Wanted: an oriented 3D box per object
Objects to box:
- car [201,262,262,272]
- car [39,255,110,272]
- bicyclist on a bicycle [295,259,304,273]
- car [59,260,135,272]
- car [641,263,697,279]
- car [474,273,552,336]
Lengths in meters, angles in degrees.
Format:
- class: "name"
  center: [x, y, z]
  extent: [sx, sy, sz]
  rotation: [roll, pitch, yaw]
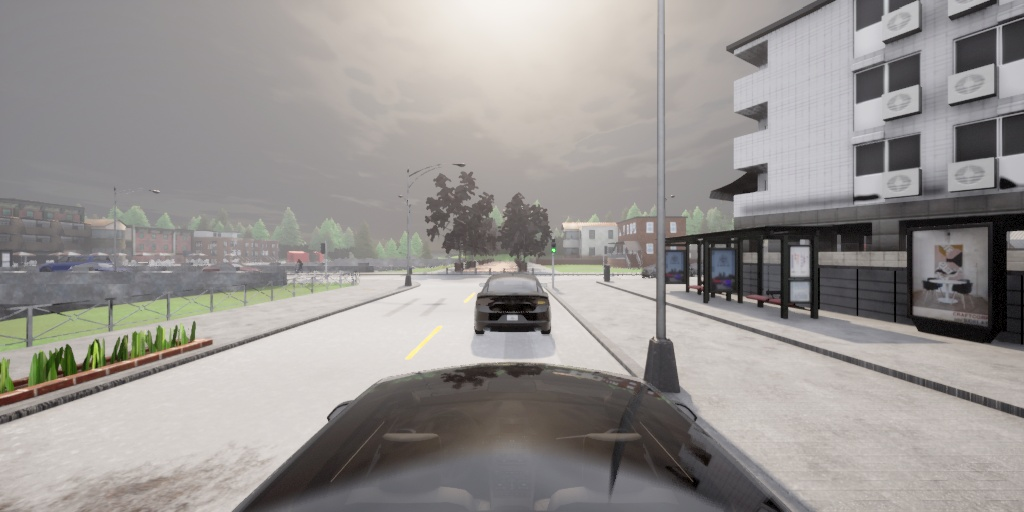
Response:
- class: "car"
  center: [-24.299, 1.276, 31.167]
  extent: [4.674, 1.442, 1.812]
  rotation: [0, 0, 0]
- class: "car"
  center: [-42.662, 0.971, 35.237]
  extent: [5.566, 2.045, 2.150]
  rotation: [0, 0, 0]
- class: "bicyclist on a bicycle"
  center: [-23.434, 1.099, 39.547]
  extent: [0.582, 1.620, 1.656]
  rotation: [0, 0, 0]
- class: "car"
  center: [-35.640, 1.276, 31.155]
  extent: [4.674, 1.442, 1.812]
  rotation: [0, 0, 0]
- class: "car"
  center: [13.486, 1.314, 31.174]
  extent: [4.181, 1.385, 1.994]
  rotation: [0, 0, 0]
- class: "car"
  center: [0.031, 1.228, 10.483]
  extent: [1.882, 1.535, 5.008]
  rotation: [0, 0, 0]
